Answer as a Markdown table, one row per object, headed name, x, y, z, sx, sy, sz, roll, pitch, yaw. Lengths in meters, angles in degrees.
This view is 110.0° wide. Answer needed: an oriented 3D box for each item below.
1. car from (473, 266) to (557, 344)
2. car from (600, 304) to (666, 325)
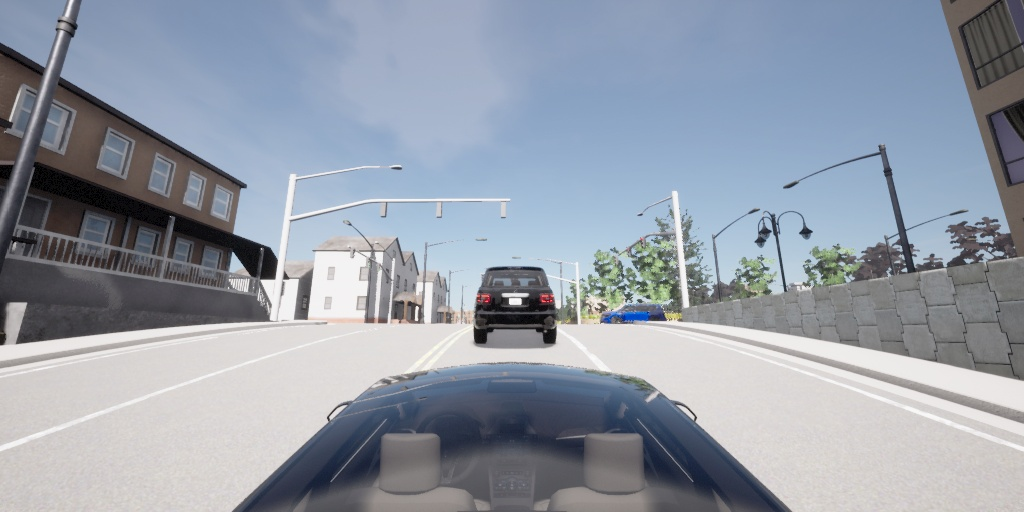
| name | x | y | z | sx | sy | sz | roll | pitch | yaw |
| --- | --- | --- | --- | --- | --- | --- | --- | --- | --- |
| car | 0.087 | 1.503 | 11.201 | 2.150 | 2.045 | 5.566 | 0 | -7 | 0 |
| car | 10.650 | 5.339 | 31.774 | 5.566 | 2.045 | 2.150 | 0 | -12 | 0 |
